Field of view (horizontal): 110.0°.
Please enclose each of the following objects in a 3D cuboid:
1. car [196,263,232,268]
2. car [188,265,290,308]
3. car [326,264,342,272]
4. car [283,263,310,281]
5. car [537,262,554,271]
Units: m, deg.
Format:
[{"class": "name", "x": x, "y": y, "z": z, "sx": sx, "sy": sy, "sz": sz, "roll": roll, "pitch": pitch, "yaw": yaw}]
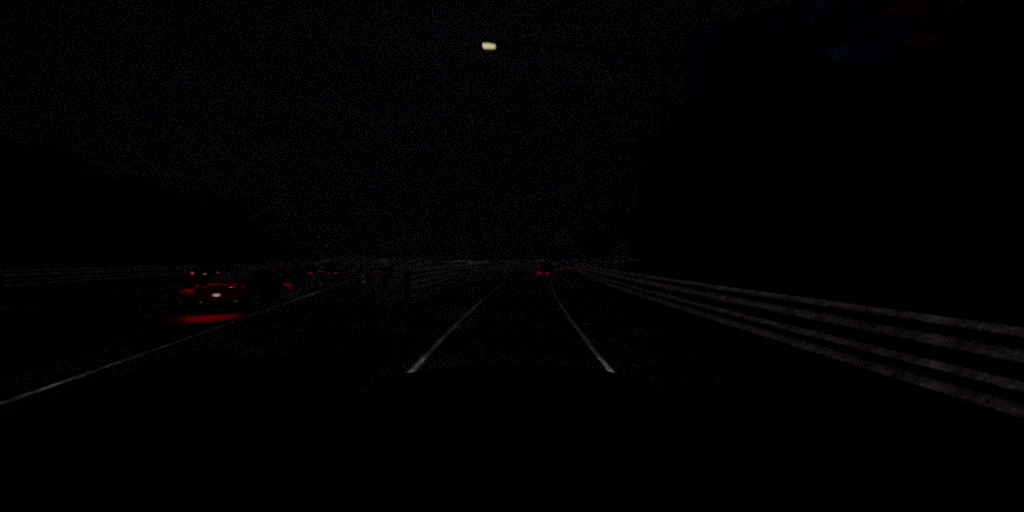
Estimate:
[{"class": "car", "x": -22.503, "y": 1.299, "z": 27.575, "sx": 2.097, "sy": 1.767, "sz": 4.553, "roll": 0, "pitch": 0, "yaw": -17}, {"class": "car", "x": -11.940, "y": 1.351, "z": 16.069, "sx": 1.882, "sy": 1.535, "sz": 5.008, "roll": 0, "pitch": -1, "yaw": -16}, {"class": "car", "x": -28.925, "y": 1.893, "z": 58.482, "sx": 1.895, "sy": 1.301, "sz": 4.718, "roll": 0, "pitch": -1, "yaw": -19}, {"class": "car", "x": -20.530, "y": 1.493, "z": 33.105, "sx": 1.882, "sy": 1.535, "sz": 5.008, "roll": 1, "pitch": -1, "yaw": -17}, {"class": "car", "x": 4.846, "y": 1.491, "z": 51.026, "sx": 1.895, "sy": 1.301, "sz": 4.718, "roll": 1, "pitch": 0, "yaw": 15}]
